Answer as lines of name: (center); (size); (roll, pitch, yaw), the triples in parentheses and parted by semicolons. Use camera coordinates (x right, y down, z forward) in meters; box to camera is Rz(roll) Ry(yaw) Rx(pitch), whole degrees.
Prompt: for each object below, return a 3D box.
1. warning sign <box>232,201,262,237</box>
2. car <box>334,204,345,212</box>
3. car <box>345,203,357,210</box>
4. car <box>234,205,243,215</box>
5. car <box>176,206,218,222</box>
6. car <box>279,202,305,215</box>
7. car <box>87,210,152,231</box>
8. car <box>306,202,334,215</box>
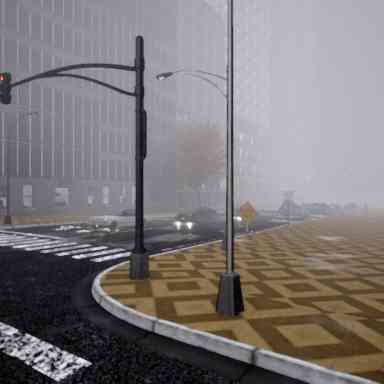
warning sign: (3.092, 1.452, 18.559); (1.300, 1.860, 1.060); (1, 1, 33)
car: (23.748, 2.637, 55.875); (2.033, 1.411, 5.357); (0, -1, 33)
car: (31.350, 2.833, 65.789); (1.812, 1.442, 4.674); (0, -1, 33)
car: (6.115, 2.250, 40.772); (1.994, 1.385, 4.181); (0, -1, 33)
car: (0.606, 2.052, 32.214); (2.033, 1.411, 5.357); (0, -1, 33)
car: (13.740, 2.201, 46.384); (2.097, 1.767, 4.553); (0, -1, 33)
car: (-4.993, 1.920, 23.491); (1.895, 1.301, 4.718); (0, -1, 33)
car: (18.295, 2.264, 47.375); (2.097, 1.767, 4.553); (0, -1, 33)
